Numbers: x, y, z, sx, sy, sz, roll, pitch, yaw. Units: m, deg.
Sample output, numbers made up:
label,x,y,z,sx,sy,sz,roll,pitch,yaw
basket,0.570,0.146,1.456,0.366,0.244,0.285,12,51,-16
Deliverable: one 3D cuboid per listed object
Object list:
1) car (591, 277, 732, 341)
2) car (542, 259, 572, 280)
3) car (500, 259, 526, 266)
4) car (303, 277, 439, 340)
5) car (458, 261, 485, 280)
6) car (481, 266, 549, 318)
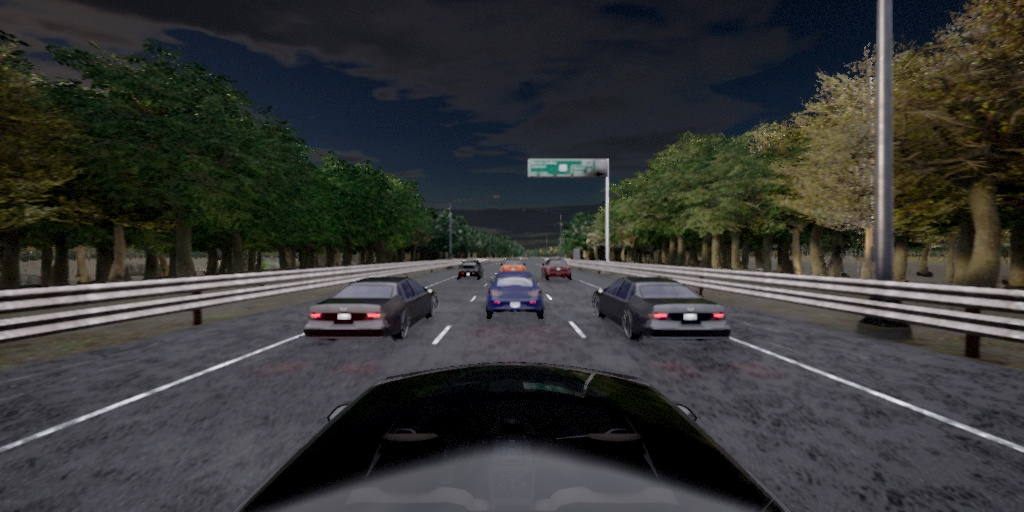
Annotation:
label,x,y,z,sx,sy,sz,roll,pitch,yaw
car,3.599,1.268,9.754,2.033,1.411,5.357,0,0,0
car,3.596,1.010,29.822,2.097,1.767,4.553,0,0,0
car,0.097,1.010,29.821,2.097,1.767,4.553,0,0,0
car,-3.401,1.268,9.771,2.033,1.411,5.357,0,0,0
car,-3.404,1.162,30.210,1.837,1.490,4.892,0,0,0
car,0.085,1.237,12.665,1.812,1.442,4.674,0,0,0
